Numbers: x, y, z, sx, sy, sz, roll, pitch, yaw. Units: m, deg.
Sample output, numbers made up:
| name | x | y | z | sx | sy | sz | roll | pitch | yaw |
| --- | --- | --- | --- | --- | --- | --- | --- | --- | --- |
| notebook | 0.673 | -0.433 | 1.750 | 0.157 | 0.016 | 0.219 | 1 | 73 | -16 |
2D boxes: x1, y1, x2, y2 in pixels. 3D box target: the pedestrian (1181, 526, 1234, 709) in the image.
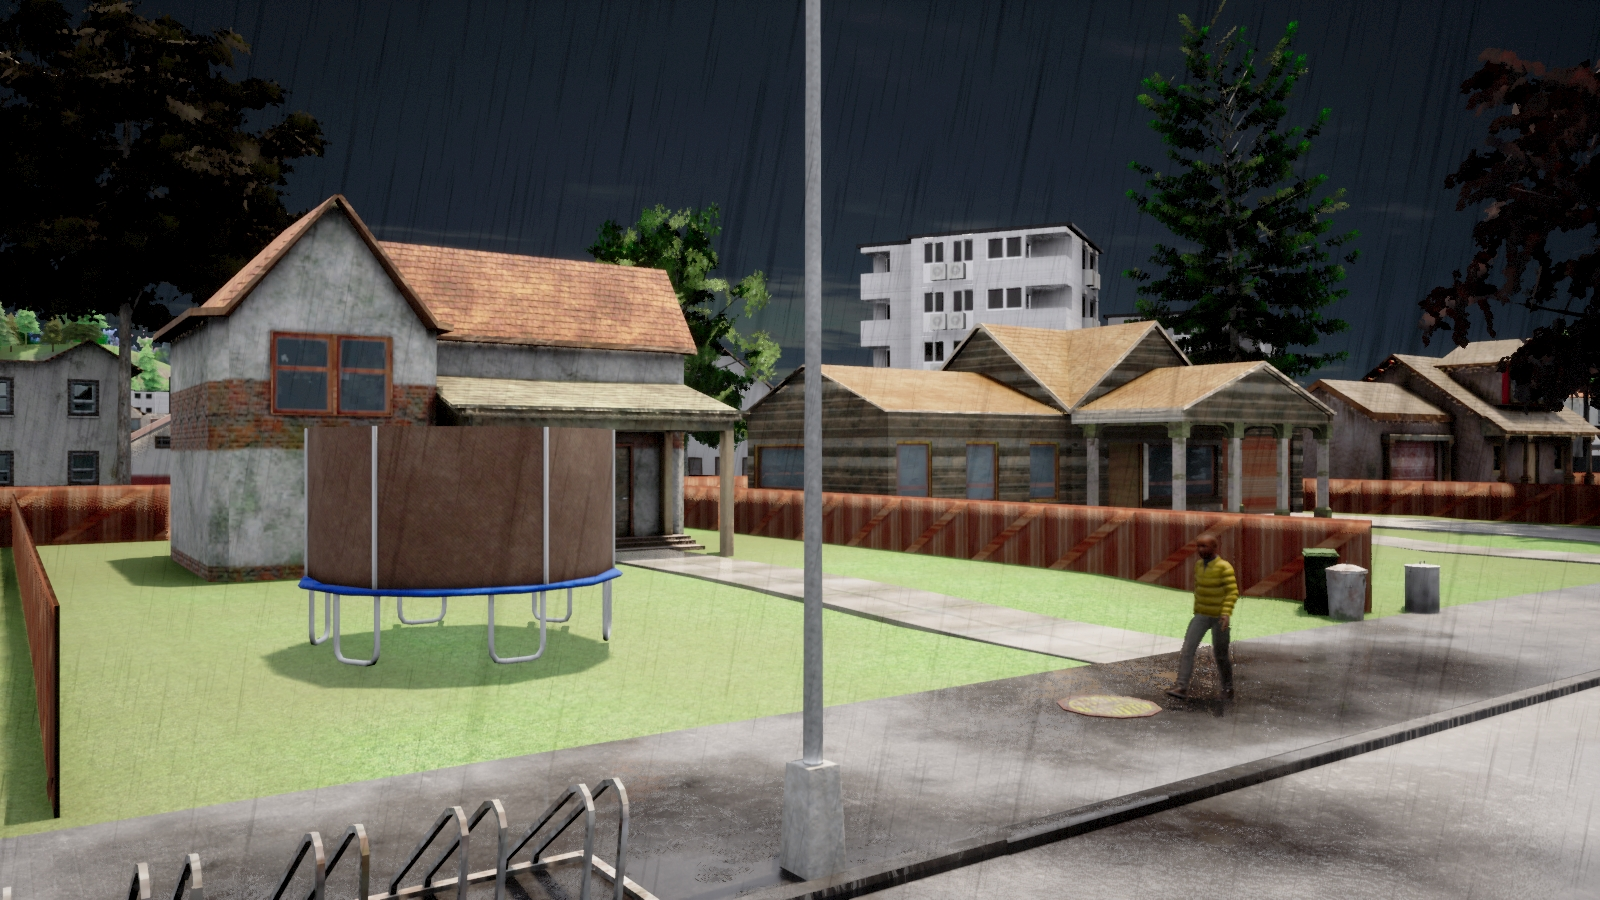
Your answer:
| name | x | y | z | sx | sy | sz | roll | pitch | yaw |
| --- | --- | --- | --- | --- | --- | --- | --- | --- | --- |
| pedestrian | 4.296 | 1.746 | 12.041 | 0.375 | 1.860 | 0.375 | 0 | 0 | -31 |
